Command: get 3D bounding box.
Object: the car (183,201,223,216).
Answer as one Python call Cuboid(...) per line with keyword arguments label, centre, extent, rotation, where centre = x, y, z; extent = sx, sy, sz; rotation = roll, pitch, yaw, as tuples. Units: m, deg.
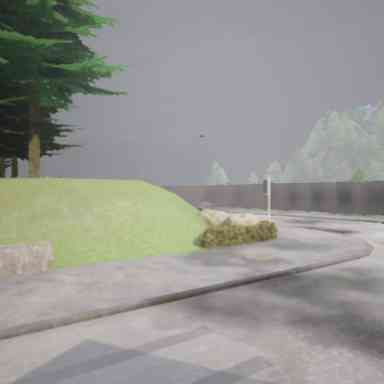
Cuboid(label="car", centre=(0.980, 1.557, 30.751), extent=(1.994, 1.385, 4.181), rotation=(0, 0, -36))
